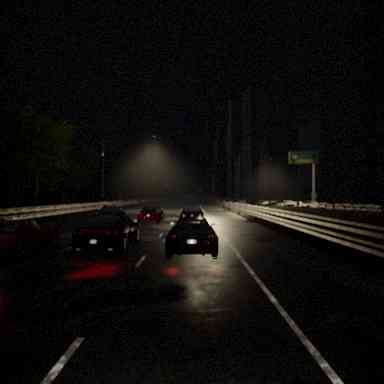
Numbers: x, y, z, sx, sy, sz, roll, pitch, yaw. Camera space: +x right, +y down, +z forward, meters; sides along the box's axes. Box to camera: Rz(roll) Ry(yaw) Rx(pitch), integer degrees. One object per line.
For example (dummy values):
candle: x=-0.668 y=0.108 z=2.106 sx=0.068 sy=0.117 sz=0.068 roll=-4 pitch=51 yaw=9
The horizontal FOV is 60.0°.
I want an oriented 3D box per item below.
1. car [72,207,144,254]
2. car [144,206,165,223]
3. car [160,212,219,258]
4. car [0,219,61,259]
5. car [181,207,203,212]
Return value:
car: x=-3.479 y=1.626 z=14.238 sx=1.882 sy=1.535 sz=5.008 roll=0 pitch=0 yaw=0
car: x=-3.484 y=1.876 z=28.584 sx=1.994 sy=1.385 sz=4.181 roll=0 pitch=-1 yaw=0
car: x=0.014 y=1.705 z=13.480 sx=1.994 sy=1.385 sz=4.181 roll=0 pitch=-1 yaw=1
car: x=-6.987 y=1.739 z=13.245 sx=1.895 sy=1.301 sz=4.718 roll=0 pitch=-1 yaw=0
car: x=0.012 y=1.909 z=28.254 sx=1.895 sy=1.301 sz=4.718 roll=0 pitch=-1 yaw=0
